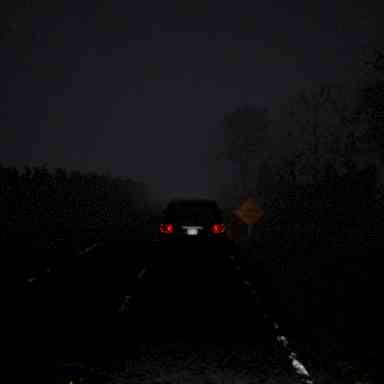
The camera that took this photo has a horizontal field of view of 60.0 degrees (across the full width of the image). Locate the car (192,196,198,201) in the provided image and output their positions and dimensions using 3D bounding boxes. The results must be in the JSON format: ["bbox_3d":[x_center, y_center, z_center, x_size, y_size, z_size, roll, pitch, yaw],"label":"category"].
[{"bbox_3d":[0.847,1.834,94.150,1.837,1.490,4.892,0,0,0],"label":"car"}]

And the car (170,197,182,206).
[{"bbox_3d":[-2.784,1.644,59.204,1.882,1.535,5.008,0,0,1],"label":"car"}]

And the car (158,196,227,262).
[{"bbox_3d":[0.039,1.246,12.377,2.150,2.045,5.566,0,0,1],"label":"car"}]

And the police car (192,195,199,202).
[{"bbox_3d":[0.845,1.703,84.260,1.930,1.638,5.238,0,0,0],"label":"police car"}]

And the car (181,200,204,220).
[{"bbox_3d":[0.063,1.544,29.736,1.882,1.535,5.008,0,0,0],"label":"car"}]

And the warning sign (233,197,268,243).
[{"bbox_3d":[2.457,1.141,14.144,1.300,1.860,1.060,0,0,0],"label":"warning sign"}]
